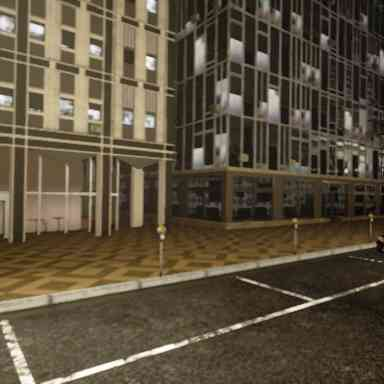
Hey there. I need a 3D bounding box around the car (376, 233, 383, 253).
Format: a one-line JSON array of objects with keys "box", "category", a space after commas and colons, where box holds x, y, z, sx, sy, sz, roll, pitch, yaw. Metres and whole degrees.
[{"box": [8.918, 1.716, 13.046, 4.206, 1.307, 1.802, 1, 0, -35], "category": "car"}]
